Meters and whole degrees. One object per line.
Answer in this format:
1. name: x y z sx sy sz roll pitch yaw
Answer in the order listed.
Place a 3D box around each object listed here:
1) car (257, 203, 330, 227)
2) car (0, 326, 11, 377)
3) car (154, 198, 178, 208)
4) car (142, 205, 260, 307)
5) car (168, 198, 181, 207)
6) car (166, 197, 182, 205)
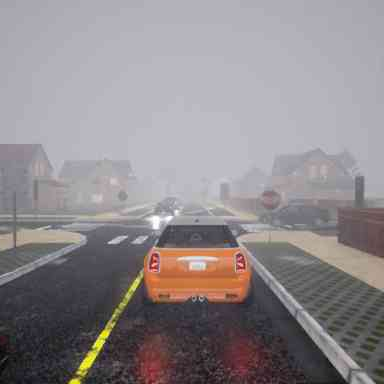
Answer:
1. car: 6.910 1.560 22.826 4.892 1.490 1.837 0 0 -4
2. car: -2.814 1.601 1.192 1.895 1.301 4.718 0 0 0
3. car: -2.852 1.651 35.102 1.895 1.301 4.718 0 0 0
4. car: 0.100 1.352 8.126 2.097 1.767 4.553 0 0 0
5. car: -2.842 1.668 55.245 1.812 1.442 4.674 0 0 0
6. car: -2.846 1.443 45.017 2.097 1.767 4.553 0 0 0
